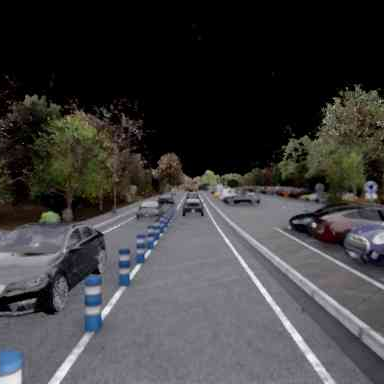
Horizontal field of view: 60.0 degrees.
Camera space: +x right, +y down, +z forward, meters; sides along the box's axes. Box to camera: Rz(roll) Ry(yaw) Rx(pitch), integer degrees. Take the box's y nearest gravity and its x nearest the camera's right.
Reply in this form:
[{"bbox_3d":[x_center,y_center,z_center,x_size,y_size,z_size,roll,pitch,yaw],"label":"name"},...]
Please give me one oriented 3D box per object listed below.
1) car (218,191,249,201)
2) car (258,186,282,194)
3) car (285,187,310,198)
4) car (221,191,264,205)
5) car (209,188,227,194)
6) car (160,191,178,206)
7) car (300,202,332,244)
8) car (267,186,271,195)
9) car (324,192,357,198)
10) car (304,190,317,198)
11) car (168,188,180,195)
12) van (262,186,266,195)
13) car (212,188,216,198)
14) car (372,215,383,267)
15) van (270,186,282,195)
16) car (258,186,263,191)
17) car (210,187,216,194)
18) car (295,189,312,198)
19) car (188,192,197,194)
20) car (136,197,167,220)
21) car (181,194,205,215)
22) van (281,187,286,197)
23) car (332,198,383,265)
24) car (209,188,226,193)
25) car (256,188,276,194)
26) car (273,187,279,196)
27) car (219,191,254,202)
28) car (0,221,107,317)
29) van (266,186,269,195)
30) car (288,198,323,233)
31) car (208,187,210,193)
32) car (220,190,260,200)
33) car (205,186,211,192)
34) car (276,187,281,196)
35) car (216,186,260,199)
[{"bbox_3d":[6.904,0.627,55.889,4.892,1.521,2.231,0,2,0],"label":"car"},{"bbox_3d":[20.207,-0.460,86.195,5.566,2.045,2.435,0,1,0],"label":"car"},{"bbox_3d":[20.029,0.281,58.512,5.566,2.045,2.435,0,2,0],"label":"car"},{"bbox_3d":[6.774,1.014,44.791,4.792,1.488,2.163,0,2,0],"label":"car"},{"bbox_3d":[7.210,-0.337,91.954,4.892,1.521,2.231,0,1,0],"label":"car"},{"bbox_3d":[-3.337,0.971,43.647,2.033,1.411,5.357,0,2,0],"label":"car"},{"bbox_3d":[6.818,1.264,12.187,4.792,1.488,2.163,0,1,1],"label":"car"},{"bbox_3d":[20.146,0.054,75.124,5.008,1.535,2.097,0,1,0],"label":"car"},{"bbox_3d":[19.855,1.066,42.033,5.008,1.535,2.097,0,2,0],"label":"car"},{"bbox_3d":[19.927,0.842,50.217,4.674,1.452,2.002,0,2,0],"label":"car"},{"bbox_3d":[-3.224,-0.005,59.684,2.097,1.767,4.553,0,2,0],"label":"car"},{"bbox_3d":[20.071,-0.303,80.659,4.442,1.987,1.878,0,1,0],"label":"van"},{"bbox_3d":[6.736,0.533,58.664,5.366,1.575,1.946,0,2,0],"label":"car"},{"bbox_3d":[6.731,1.365,6.623,5.008,1.535,2.097,0,1,1],"label":"car"},{"bbox_3d":[20.009,-0.103,72.335,4.442,1.987,1.878,0,1,0],"label":"van"},{"bbox_3d":[20.183,-0.394,83.426,5.566,2.045,2.435,0,1,0],"label":"car"},{"bbox_3d":[6.784,0.351,64.334,5.366,1.575,1.946,0,2,0],"label":"car"},{"bbox_3d":[19.768,0.709,52.986,5.366,1.575,1.946,0,2,0],"label":"car"},{"bbox_3d":[0.110,0.715,50.884,2.128,1.511,4.902,0,2,0],"label":"car"},{"bbox_3d":[-3.346,1.406,26.929,1.812,1.442,4.674,0,1,0],"label":"car"},{"bbox_3d":[0.102,1.286,30.779,1.837,1.490,4.892,0,2,0],"label":"car"},{"bbox_3d":[20.165,0.126,64.173,4.442,1.987,1.878,0,2,0],"label":"van"},{"bbox_3d":[6.793,1.178,9.399,4.553,1.767,2.185,0,1,1],"label":"car"},{"bbox_3d":[7.221,-0.403,94.729,4.892,1.521,2.231,0,1,0],"label":"car"},{"bbox_3d":[20.277,-0.340,91.741,5.008,1.535,2.097,0,1,0],"label":"car"},{"bbox_3d":[20.123,0.223,69.589,4.792,1.488,2.163,0,1,0],"label":"car"},{"bbox_3d":[7.060,0.712,53.112,5.366,1.575,1.946,0,2,0],"label":"car"},{"bbox_3d":[-3.347,1.483,7.678,2.128,1.511,4.902,0,0,0],"label":"car"},{"bbox_3d":[20.281,-0.238,77.887,4.442,1.987,1.878,0,1,0],"label":"van"},{"bbox_3d":[6.785,1.194,14.971,4.792,1.488,2.163,0,1,1],"label":"car"},{"bbox_3d":[7.104,-0.111,83.629,4.792,1.488,2.163,0,1,0],"label":"car"},{"bbox_3d":[6.832,0.895,47.564,5.008,1.535,2.097,0,2,0],"label":"car"},{"bbox_3d":[6.995,-0.275,89.180,5.366,1.575,1.946,0,1,0],"label":"car"},{"bbox_3d":[20.101,0.297,66.951,4.792,1.488,2.163,0,2,1],"label":"car"},{"bbox_3d":[6.879,0.554,50.331,5.566,2.045,2.435,0,2,0],"label":"car"}]
